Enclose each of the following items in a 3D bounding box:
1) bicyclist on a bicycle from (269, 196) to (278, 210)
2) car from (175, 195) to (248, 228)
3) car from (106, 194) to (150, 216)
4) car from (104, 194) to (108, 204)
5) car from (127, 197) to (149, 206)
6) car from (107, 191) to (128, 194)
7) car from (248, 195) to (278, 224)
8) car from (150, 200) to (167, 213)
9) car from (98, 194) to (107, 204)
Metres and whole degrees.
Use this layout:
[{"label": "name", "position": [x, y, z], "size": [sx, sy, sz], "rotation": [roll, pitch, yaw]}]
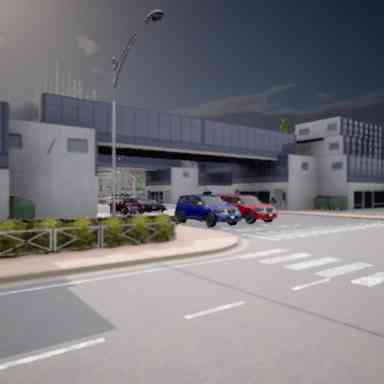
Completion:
[{"label": "bicyclist on a bicycle", "position": [9.113, 1.305, 37.329], "size": [1.656, 1.620, 0.582], "rotation": [0, 0, -36]}, {"label": "car", "position": [0.959, 1.223, 23.032], "size": [2.150, 2.045, 5.566], "rotation": [0, 0, -35]}, {"label": "car", "position": [-6.506, 1.355, 33.336], "size": [2.097, 1.767, 4.553], "rotation": [0, 0, -36]}, {"label": "car", "position": [-11.764, 1.526, 52.737], "size": [1.812, 1.442, 4.674], "rotation": [0, 0, -35]}, {"label": "car", "position": [-8.918, 1.526, 54.770], "size": [1.812, 1.442, 4.674], "rotation": [0, 0, -35]}, {"label": "car", "position": [-14.594, 1.222, 62.492], "size": [2.150, 2.045, 5.566], "rotation": [0, 0, -36]}, {"label": "car", "position": [3.800, 1.223, 25.119], "size": [2.150, 2.045, 5.566], "rotation": [0, 0, -36]}, {"label": "car", "position": [-4.838, 1.548, 36.993], "size": [2.033, 1.411, 5.357], "rotation": [0, 0, -36]}, {"label": "car", "position": [-17.408, 1.548, 60.410], "size": [2.033, 1.411, 5.357], "rotation": [0, 0, -36]}]
